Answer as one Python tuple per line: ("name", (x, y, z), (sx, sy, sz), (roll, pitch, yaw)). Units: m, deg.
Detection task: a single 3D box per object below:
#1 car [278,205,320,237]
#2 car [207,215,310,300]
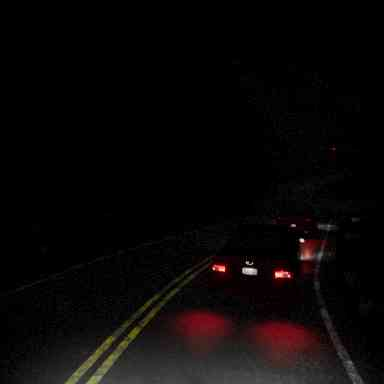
("car", (5.946, 1.486, 18.509), (1.882, 1.535, 5.008), (2, 1, 23))
("car", (1.867, 1.549, 8.660), (2.033, 1.411, 5.357), (2, 0, 18))
